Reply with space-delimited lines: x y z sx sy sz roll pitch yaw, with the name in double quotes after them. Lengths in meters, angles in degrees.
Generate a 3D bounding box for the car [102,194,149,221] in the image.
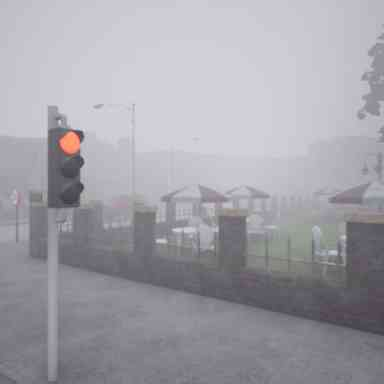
-5.922 1.195 27.235 2.150 2.045 5.566 0 1 35 "car"

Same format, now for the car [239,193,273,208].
8.879 1.204 46.045 5.566 2.045 2.150 0 -1 -24 "car"

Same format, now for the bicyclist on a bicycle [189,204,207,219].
0.410 1.327 21.637 1.656 1.620 0.582 0 0 35 "bicyclist on a bicycle"
